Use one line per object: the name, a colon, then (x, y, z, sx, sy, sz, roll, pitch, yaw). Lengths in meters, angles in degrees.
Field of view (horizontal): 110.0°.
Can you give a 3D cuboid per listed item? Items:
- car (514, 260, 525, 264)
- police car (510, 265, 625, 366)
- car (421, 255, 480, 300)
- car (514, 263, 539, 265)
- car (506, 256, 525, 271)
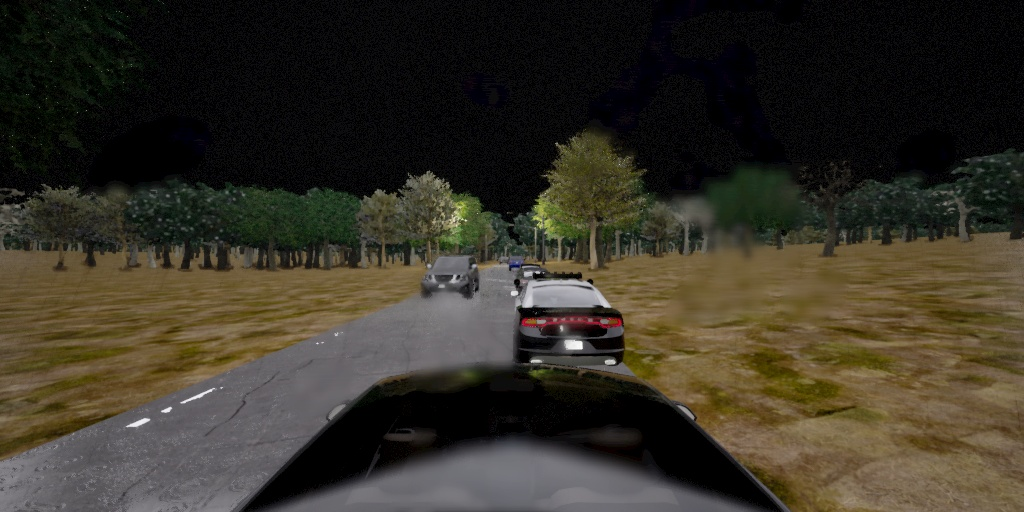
car: (1.193, 1.259, 24.002, 1.837, 1.490, 4.892, 0, 0, 1)
police car: (0.996, 1.174, 8.112, 1.930, 1.638, 5.238, 0, 0, 1)
car: (-2.882, 0.971, 18.065, 2.150, 2.045, 5.566, 0, 0, 1)
car: (1.119, 1.276, 18.003, 1.812, 1.442, 4.674, 0, 0, 1)
car: (0.675, 0.999, 50.099, 2.150, 2.045, 5.566, 0, 0, 1)
